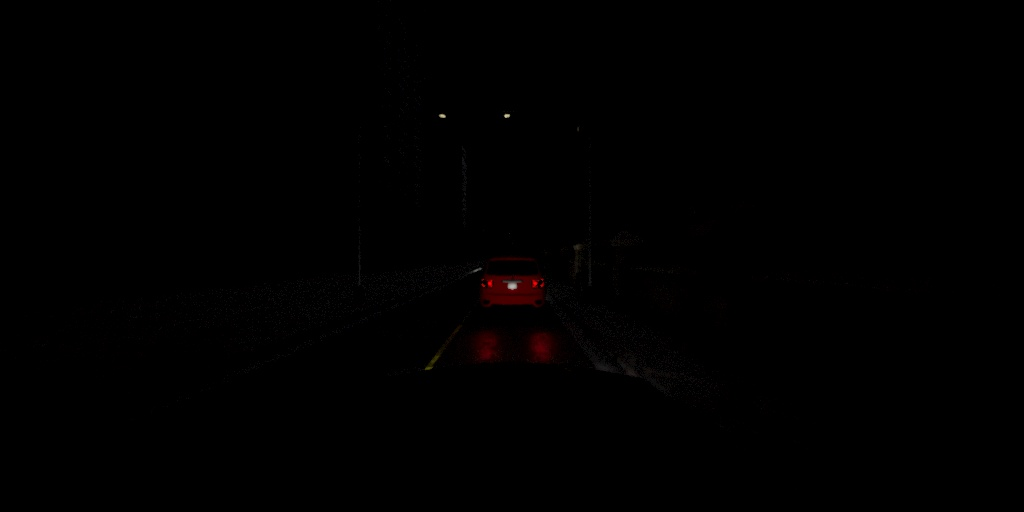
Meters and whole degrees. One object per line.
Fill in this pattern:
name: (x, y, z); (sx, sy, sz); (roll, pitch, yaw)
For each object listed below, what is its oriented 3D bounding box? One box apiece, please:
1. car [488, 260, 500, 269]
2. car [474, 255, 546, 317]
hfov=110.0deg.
car: (-3.039, 1.404, 60.914); (1.812, 1.442, 4.674); (0, 0, 1)
car: (0.038, 0.996, 13.482); (2.150, 2.045, 5.566); (0, 0, 1)
